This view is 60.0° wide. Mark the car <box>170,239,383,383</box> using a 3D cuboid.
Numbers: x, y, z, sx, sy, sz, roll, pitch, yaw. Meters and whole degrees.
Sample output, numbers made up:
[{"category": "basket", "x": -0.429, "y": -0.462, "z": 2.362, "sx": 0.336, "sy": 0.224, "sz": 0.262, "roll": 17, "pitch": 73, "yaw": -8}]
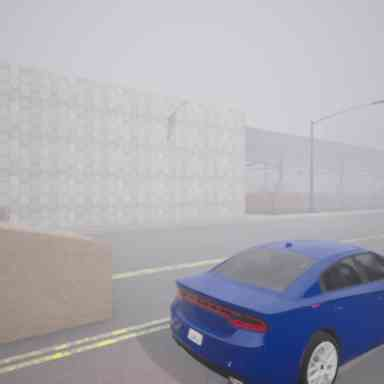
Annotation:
[{"category": "car", "x": 2.050, "y": 1.494, "z": 5.214, "sx": 5.008, "sy": 1.535, "sz": 1.882, "roll": 0, "pitch": 0, "yaw": -36}]
